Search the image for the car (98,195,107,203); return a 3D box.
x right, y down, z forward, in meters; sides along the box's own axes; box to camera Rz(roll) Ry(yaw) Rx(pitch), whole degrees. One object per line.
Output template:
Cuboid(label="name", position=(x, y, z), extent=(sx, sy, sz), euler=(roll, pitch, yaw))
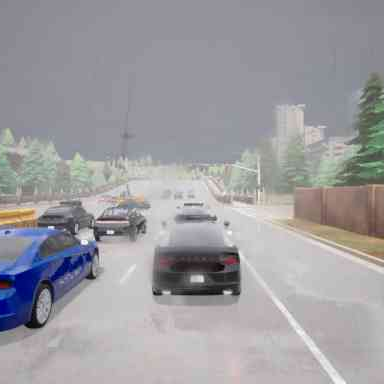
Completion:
Cuboid(label="car", position=(-17.524, 1.351, 67.189), extent=(2.097, 1.767, 4.553), euler=(0, 0, 0))

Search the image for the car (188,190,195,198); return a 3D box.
Cuboid(label="car", position=(-0.154, 0.931, 91.272), extent=(1.895, 1.301, 4.718), euler=(0, 4, 0))

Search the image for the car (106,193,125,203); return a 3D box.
Cuboid(label="car", position=(-14.071, 1.492, 62.986), extent=(2.128, 1.511, 4.902), euler=(0, 0, 1))

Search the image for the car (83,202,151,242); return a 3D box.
Cuboid(label="car", position=(-3.415, 1.492, 16.480), extent=(2.128, 1.511, 4.902), euler=(0, 0, 1))

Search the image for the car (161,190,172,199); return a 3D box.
Cuboid(label="car", position=(-7.138, 1.071, 88.486), extent=(1.994, 1.385, 4.181), euler=(0, 4, 0))

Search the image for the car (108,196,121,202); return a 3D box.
Cuboid(label="car", position=(-17.563, 1.523, 75.729), extent=(1.994, 1.385, 4.181), euler=(0, 0, 0))

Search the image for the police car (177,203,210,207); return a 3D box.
Cuboid(label="police car", position=(0.092, 1.425, 18.723), extent=(1.930, 1.638, 5.238), euler=(0, 0, 0))

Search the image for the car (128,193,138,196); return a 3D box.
Cuboid(label="car", position=(-14.054, 1.463, 74.220), extent=(1.882, 1.535, 5.008), euler=(0, 0, 0))

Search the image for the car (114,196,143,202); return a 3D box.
Cuboid(label="car", position=(-7.055, 1.564, 40.725), extent=(4.181, 1.385, 1.994), euler=(0, 0, 34))

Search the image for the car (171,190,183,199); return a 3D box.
Cuboid(label="car", position=(-3.635, 0.903, 88.063), extent=(2.097, 1.767, 4.553), euler=(0, 3, 0))

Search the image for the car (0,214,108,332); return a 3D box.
Cuboid(label="car", position=(-3.403, 1.478, 6.974), extent=(1.882, 1.535, 5.008), euler=(0, 0, 0))

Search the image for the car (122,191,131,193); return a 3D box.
Cuboid(label="car", position=(-17.638, 0.716, 88.550), extent=(2.150, 2.045, 5.566), euler=(0, 3, 0))

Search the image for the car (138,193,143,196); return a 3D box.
Cuboid(label="car", position=(-14.139, 0.967, 88.615), extent=(1.882, 1.535, 5.008), euler=(0, 3, 0))

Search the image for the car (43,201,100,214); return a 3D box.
Cuboid(label="car", position=(-6.906, 1.505, 18.682), extent=(1.837, 1.490, 4.892), euler=(0, 0, 0))

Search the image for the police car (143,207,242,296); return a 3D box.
Cuboid(label="police car", position=(0.097, 1.425, 8.820), extent=(1.930, 1.638, 5.238), euler=(0, 0, 0))

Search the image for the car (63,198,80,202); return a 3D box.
Cuboid(label="car", position=(-17.614, 1.601, 48.439), extent=(1.895, 1.301, 4.718), euler=(0, 0, 0))
